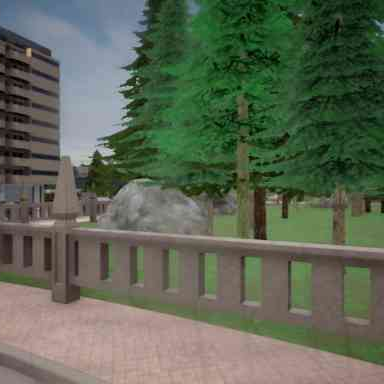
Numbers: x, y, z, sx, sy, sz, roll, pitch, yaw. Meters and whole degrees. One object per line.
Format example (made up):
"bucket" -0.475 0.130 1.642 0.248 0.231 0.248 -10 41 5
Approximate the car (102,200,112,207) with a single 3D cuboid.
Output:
"car" -11.908 1.433 51.551 2.097 1.767 4.553 0 0 26

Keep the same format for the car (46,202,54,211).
"car" -16.368 1.607 42.250 1.812 1.442 4.674 0 0 26

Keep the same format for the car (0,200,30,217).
"car" -17.284 1.642 32.228 1.994 1.385 4.181 0 0 26
